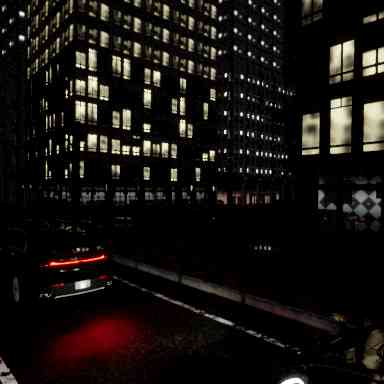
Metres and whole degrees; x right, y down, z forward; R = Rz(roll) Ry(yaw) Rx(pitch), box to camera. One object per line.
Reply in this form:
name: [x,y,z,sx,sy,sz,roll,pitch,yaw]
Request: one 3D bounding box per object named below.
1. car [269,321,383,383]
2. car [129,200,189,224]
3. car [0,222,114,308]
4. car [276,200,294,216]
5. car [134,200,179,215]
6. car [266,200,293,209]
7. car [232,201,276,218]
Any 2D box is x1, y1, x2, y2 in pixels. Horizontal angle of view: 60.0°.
car: [2.431,1.352,1.322,2.097,1.767,4.553,0,0,-41]
car: [-2.580,1.524,26.504,5.009,1.841,2.192,1,0,-40]
car: [-3.659,1.501,8.107,1.837,1.490,4.892,0,0,-41]
car: [10.320,1.936,37.450,4.206,1.307,1.802,1,0,-40]
car: [-3.834,1.648,36.431,4.829,1.417,1.752,1,0,-40]
car: [13.494,1.882,51.130,4.313,1.339,1.947,1,0,-40]
car: [6.149,1.833,33.911,4.829,1.417,1.752,1,0,-40]
